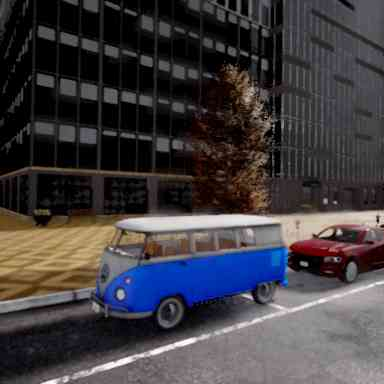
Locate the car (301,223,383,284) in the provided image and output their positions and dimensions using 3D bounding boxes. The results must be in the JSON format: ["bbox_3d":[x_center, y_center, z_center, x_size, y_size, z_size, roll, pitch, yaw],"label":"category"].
[{"bbox_3d":[4.745,1.644,9.933,4.507,1.381,1.887,1,0,-35],"label":"car"}]

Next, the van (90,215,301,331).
[{"bbox_3d":[0.151,1.382,6.654,3.998,1.788,1.690,1,0,-35],"label":"van"}]
